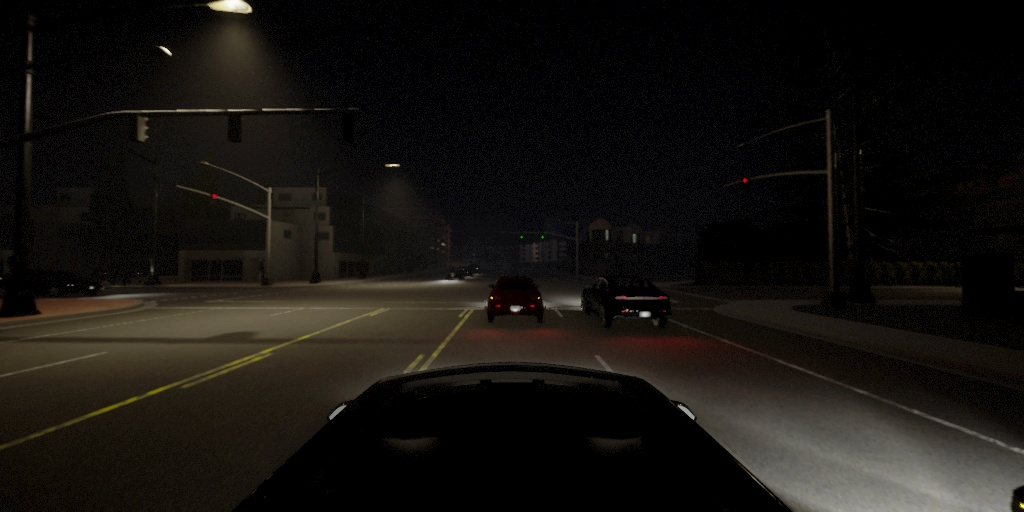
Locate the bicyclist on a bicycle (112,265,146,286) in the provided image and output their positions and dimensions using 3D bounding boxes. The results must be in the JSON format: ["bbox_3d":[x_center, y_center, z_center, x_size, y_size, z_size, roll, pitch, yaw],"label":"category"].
[{"bbox_3d":[-29.607,1.539,27.927,1.656,1.620,0.582,1,-2,-23],"label":"bicyclist on a bicycle"}]

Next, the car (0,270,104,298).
[{"bbox_3d":[-26.093,1.546,20.228,4.892,1.490,1.837,0,-1,1],"label":"car"}]

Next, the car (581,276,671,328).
[{"bbox_3d":[3.606,1.405,12.109,2.128,1.511,4.902,0,-1,0],"label":"car"}]

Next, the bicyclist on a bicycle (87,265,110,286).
[{"bbox_3d":[-32.979,1.558,28.611,1.656,1.620,0.582,0,-1,19],"label":"bicyclist on a bicycle"}]

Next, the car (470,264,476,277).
[{"bbox_3d":[-6.986,2.293,54.313,1.837,1.490,4.892,0,0,0],"label":"car"}]

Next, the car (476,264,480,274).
[{"bbox_3d":[-6.915,2.195,64.267,2.097,1.767,4.553,0,0,0],"label":"car"}]

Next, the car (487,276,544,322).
[{"bbox_3d":[0.111,1.455,13.046,1.812,1.442,4.674,0,-1,0],"label":"car"}]

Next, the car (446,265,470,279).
[{"bbox_3d":[-7.016,2.123,44.977,2.128,1.511,4.902,0,-1,0],"label":"car"}]

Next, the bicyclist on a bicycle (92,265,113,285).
[{"bbox_3d":[-31.559,1.486,28.082,1.656,1.620,0.582,18,8,-25],"label":"bicyclist on a bicycle"}]
